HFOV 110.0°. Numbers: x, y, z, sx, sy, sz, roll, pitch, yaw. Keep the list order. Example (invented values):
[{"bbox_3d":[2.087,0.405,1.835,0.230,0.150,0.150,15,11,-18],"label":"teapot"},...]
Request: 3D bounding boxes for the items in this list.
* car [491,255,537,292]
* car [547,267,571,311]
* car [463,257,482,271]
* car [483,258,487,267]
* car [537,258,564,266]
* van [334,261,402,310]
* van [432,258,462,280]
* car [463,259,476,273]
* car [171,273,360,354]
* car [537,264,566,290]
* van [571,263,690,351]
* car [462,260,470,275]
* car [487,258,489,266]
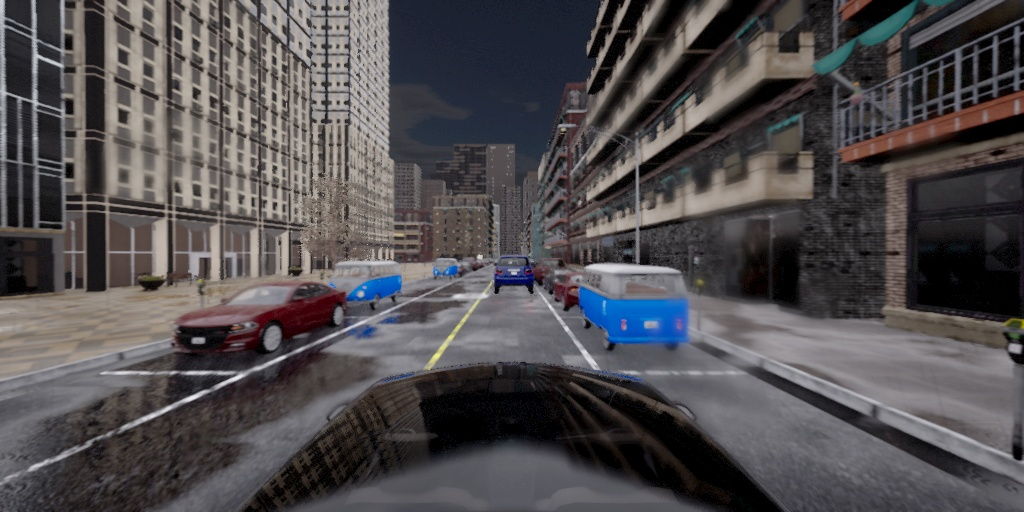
[{"bbox_3d":[0.104,0.973,21.185,2.150,2.045,5.566,0,0,0],"label":"car"},{"bbox_3d":[2.692,1.295,14.282,1.888,1.381,4.507,0,0,0],"label":"car"},{"bbox_3d":[-5.682,1.079,47.450,2.192,1.841,5.009,0,0,0],"label":"car"},{"bbox_3d":[-5.680,1.320,58.504,1.888,1.381,4.507,0,0,0],"label":"car"},{"bbox_3d":[2.693,1.067,25.337,2.192,1.841,5.009,0,0,0],"label":"car"},{"bbox_3d":[-5.689,1.091,14.285,1.690,1.789,3.998,0,0,0],"label":"van"},{"bbox_3d":[-5.685,1.095,30.867,1.690,1.789,3.998,0,0,0],"label":"van"},{"bbox_3d":[-5.683,1.311,41.922,2.007,1.370,4.403,0,0,0],"label":"car"},{"bbox_3d":[-5.690,1.295,8.757,1.888,1.381,4.507,0,0,0],"label":"car"},{"bbox_3d":[2.693,1.301,19.809,2.007,1.370,4.403,0,0,0],"label":"car"},{"bbox_3d":[2.691,1.091,8.754,1.690,1.789,3.998,0,0,0],"label":"van"},{"bbox_3d":[-5.684,1.339,36.394,1.802,1.307,4.207,0,0,0],"label":"car"},{"bbox_3d":[-5.679,1.330,64.032,2.007,1.370,4.403,0,0,0],"label":"car"}]
